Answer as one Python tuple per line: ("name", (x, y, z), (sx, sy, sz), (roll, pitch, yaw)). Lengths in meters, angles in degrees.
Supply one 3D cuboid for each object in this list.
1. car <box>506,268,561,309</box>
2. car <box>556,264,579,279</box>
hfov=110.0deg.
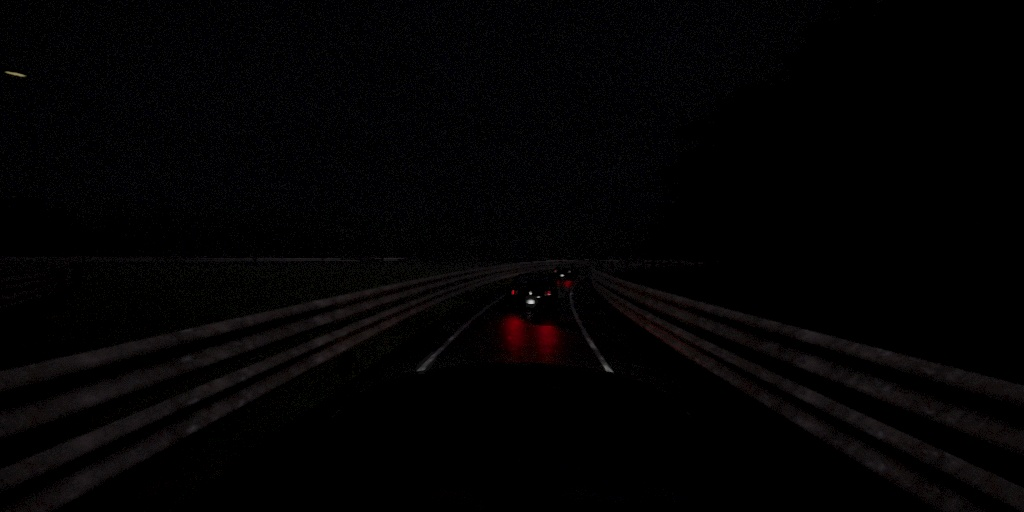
("car", (0.986, 1.367, 15.129), (1.895, 1.301, 4.718), (0, 0, 8))
("car", (5.162, 1.419, 33.781), (1.895, 1.301, 4.718), (0, 0, 18))
